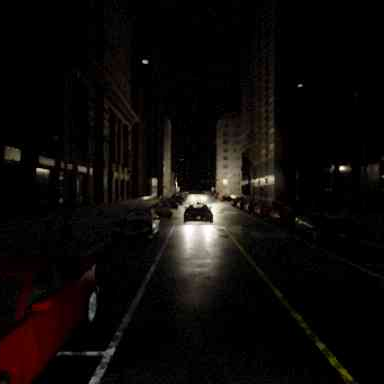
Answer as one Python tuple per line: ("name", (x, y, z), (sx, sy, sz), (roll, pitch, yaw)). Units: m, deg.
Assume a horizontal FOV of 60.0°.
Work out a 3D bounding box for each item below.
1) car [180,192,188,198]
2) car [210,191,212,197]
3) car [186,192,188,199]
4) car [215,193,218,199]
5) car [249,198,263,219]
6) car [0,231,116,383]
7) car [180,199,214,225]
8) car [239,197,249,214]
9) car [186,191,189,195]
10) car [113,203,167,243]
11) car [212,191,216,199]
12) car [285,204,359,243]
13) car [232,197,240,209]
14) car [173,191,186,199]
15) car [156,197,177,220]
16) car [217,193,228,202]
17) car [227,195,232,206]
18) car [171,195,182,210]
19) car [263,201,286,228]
("car", (-2.251, 0.775, 94.220), (1.967, 1.590, 4.097), (1, 0, 0))
("car", (6.243, 0.994, 82.959), (2.008, 1.369, 4.403), (1, 0, 0))
("car", (-2.326, 1.111, 66.100), (1.947, 1.339, 4.313), (1, 0, 0))
("car", (6.201, 1.009, 66.085), (1.967, 1.590, 4.097), (1, 0, 0))
("car", (6.099, 1.393, 26.712), (1.887, 1.381, 4.507), (1, 0, 0))
("car", (-2.484, 1.512, 4.232), (1.887, 1.381, 4.507), (1, 0, 0))
("car", (0.412, 1.422, 22.902), (1.994, 1.385, 4.181), (0, 0, 0))
("car", (6.114, 1.355, 32.338), (1.887, 1.381, 4.507), (1, 0, 0))
("car", (-2.309, 0.944, 71.723), (1.967, 1.590, 4.097), (1, 0, 0))
("car", (-2.456, 1.448, 15.480), (2.008, 1.369, 4.403), (1, 0, 0))
("car", (6.229, 1.030, 77.334), (1.887, 1.381, 4.507), (1, 0, 0))
("car", (6.070, 1.472, 15.464), (2.008, 1.369, 4.403), (1, 0, 0))
("car", (6.128, 1.317, 37.962), (1.887, 1.381, 4.507), (1, 0, 0))
("car", (-2.367, 1.108, 49.226), (1.967, 1.590, 4.097), (1, 0, 0))
("car", (-2.427, 1.351, 26.559), (1.752, 1.417, 4.829), (1, 0, 0))
("car", (6.186, 1.155, 60.461), (1.887, 1.381, 4.507), (1, 0, 0))
("car", (6.142, 1.298, 43.588), (1.947, 1.339, 4.313), (1, 0, 0))
("car", (-2.398, 1.330, 37.978), (1.802, 1.307, 4.206), (1, 0, 0))
("car", (6.084, 1.430, 21.089), (1.887, 1.381, 4.507), (1, 0, 0))
